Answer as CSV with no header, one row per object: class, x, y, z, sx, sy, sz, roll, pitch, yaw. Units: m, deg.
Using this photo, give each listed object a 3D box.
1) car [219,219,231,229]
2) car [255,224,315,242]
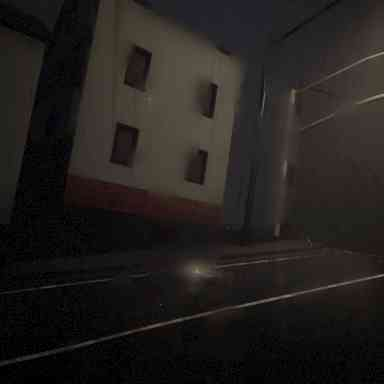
car,2.357,3.566,37.305,1.837,1.490,4.892,13,-7,-35
car,8.030,3.578,29.293,2.033,1.411,5.357,13,-7,-35
